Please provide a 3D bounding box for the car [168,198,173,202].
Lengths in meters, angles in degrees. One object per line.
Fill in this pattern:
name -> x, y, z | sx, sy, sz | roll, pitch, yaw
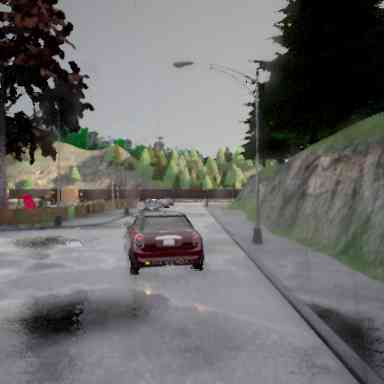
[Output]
car -> -4.097, 1.652, 46.349 | 1.812, 1.442, 4.674 | 0, 0, 0

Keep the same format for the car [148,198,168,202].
car -> -4.114, 1.590, 36.320 | 2.128, 1.511, 4.902 | 0, 0, 0

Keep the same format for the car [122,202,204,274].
car -> -1.127, 1.381, 11.012 | 2.097, 1.767, 4.553 | 0, 0, -14
